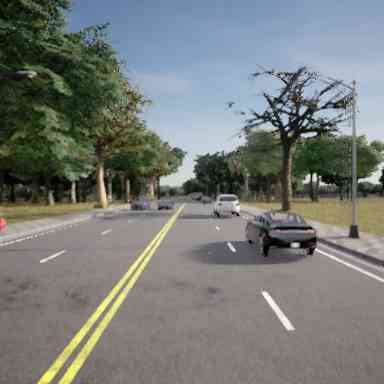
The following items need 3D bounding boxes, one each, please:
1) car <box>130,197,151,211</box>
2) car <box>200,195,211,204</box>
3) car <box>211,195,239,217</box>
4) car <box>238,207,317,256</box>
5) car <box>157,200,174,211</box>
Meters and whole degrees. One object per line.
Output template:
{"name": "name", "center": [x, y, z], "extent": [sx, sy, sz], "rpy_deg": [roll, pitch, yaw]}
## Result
{"name": "car", "center": [-6.590, 1.494, 42.991], "extent": [2.097, 1.767, 4.553], "rpy_deg": [0, 0, 0]}
{"name": "car", "center": [3.238, 1.808, 69.546], "extent": [2.128, 1.511, 4.902], "rpy_deg": [0, 0, 0]}
{"name": "car", "center": [3.345, 1.315, 32.865], "extent": [2.150, 2.045, 5.566], "rpy_deg": [0, 0, 0]}
{"name": "car", "center": [3.347, 1.513, 13.201], "extent": [2.128, 1.511, 4.902], "rpy_deg": [0, 0, 0]}
{"name": "car", "center": [-3.339, 1.709, 43.145], "extent": [1.994, 1.385, 4.181], "rpy_deg": [0, 0, 0]}
